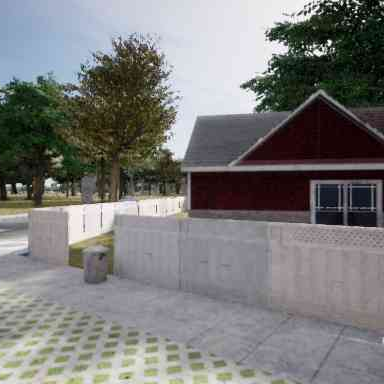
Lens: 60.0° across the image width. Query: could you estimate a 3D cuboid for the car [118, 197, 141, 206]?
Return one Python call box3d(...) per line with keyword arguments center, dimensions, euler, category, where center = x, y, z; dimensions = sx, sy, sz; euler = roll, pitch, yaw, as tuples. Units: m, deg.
box3d(center=(-6.961, 1.338, 37.387), dimensions=(1.882, 1.535, 5.008), euler=(0, 0, 12), category="car")
